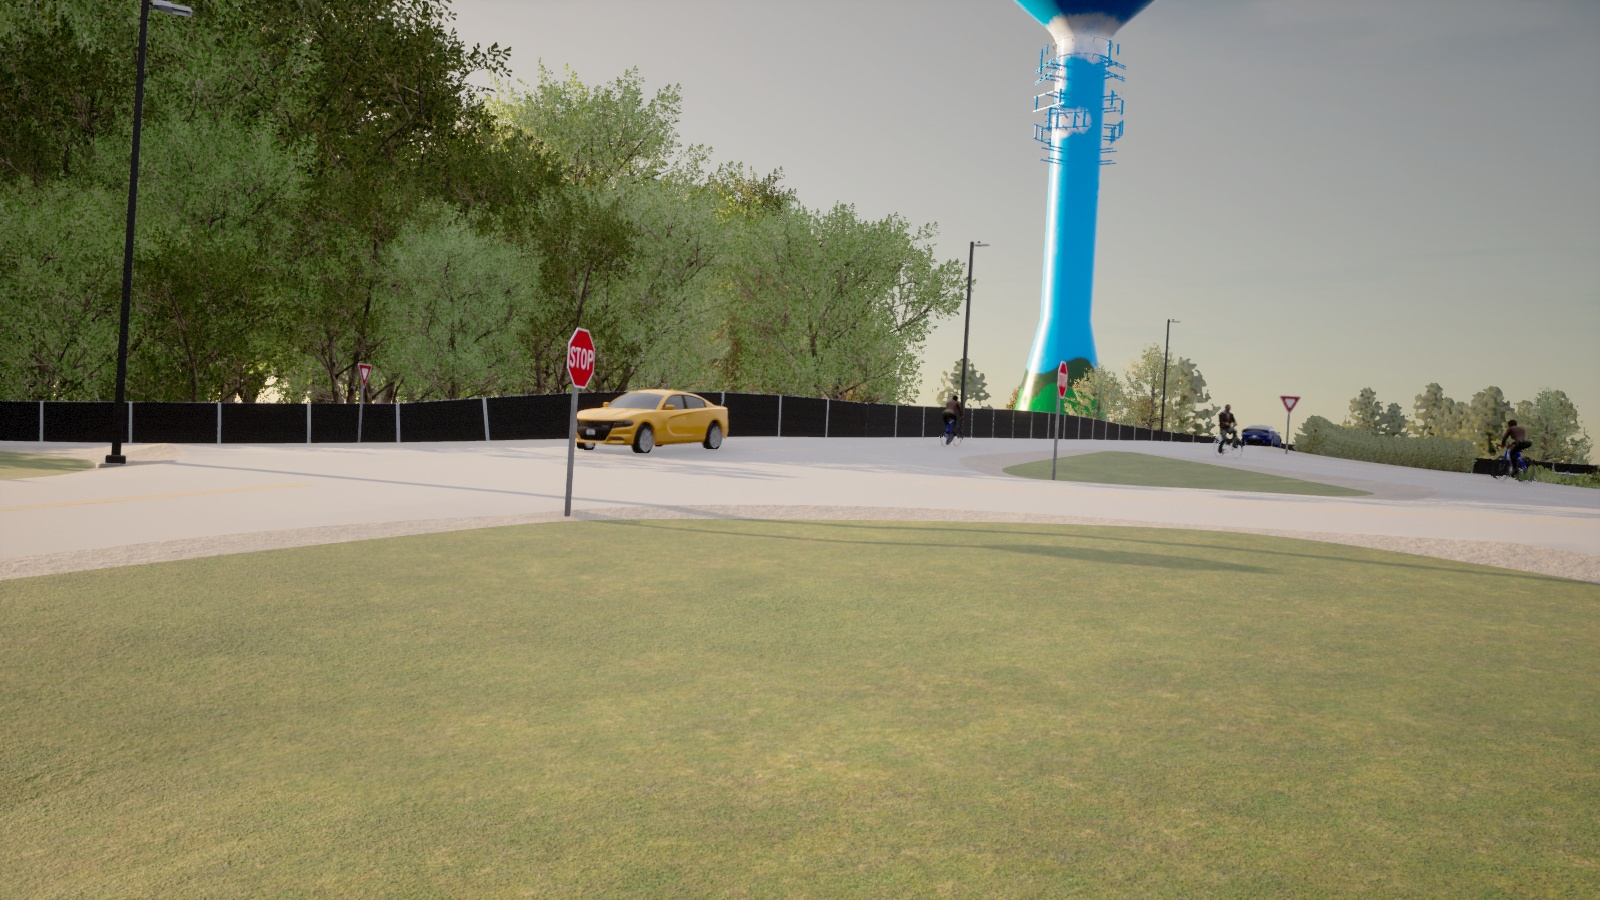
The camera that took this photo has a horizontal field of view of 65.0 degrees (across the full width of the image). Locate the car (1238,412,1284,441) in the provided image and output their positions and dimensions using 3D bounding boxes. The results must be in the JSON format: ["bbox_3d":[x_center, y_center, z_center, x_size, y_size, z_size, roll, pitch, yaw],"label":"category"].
[{"bbox_3d":[30.225,-1.521,82.203,1.882,1.535,5.008,2,-1,31],"label":"car"}]

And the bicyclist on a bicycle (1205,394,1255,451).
[{"bbox_3d":[13.835,-0.884,40.428,0.659,1.776,1.843,1,2,-9],"label":"bicyclist on a bicycle"}]

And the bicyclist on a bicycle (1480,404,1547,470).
[{"bbox_3d":[18.212,-0.342,32.098,0.582,1.620,1.656,2,2,-5],"label":"bicyclist on a bicycle"}]

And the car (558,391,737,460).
[{"bbox_3d":[-3.651,-0.683,31.110,1.882,1.535,5.008,2,3,28],"label":"car"}]

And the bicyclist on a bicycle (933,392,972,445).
[{"bbox_3d":[4.751,-0.980,39.068,0.582,1.620,1.656,2,3,29],"label":"bicyclist on a bicycle"}]
